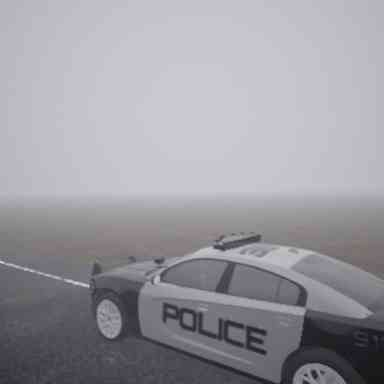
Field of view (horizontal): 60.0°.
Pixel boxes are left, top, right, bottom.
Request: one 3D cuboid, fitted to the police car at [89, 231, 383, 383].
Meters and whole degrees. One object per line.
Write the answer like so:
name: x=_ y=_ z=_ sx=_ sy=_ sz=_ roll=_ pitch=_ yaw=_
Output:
police car: x=0.516 y=1.421 z=4.792 sx=5.238 sy=1.638 sz=1.930 roll=1 pitch=0 yaw=36
